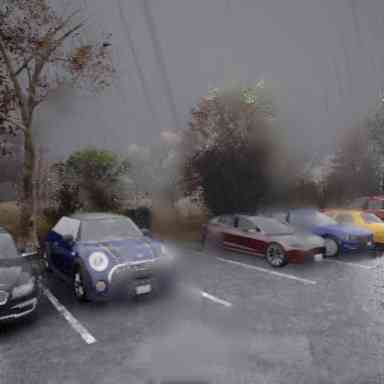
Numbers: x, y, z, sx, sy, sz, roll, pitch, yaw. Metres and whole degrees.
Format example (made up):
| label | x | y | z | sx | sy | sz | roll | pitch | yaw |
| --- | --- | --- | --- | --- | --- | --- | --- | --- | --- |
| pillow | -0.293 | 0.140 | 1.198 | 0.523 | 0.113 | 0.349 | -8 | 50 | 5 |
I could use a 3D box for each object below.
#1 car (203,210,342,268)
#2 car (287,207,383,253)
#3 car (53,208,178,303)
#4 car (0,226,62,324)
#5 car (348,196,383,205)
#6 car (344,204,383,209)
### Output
| label | x | y | z | sx | sy | sz | roll | pitch | yaw |
| --- | --- | --- | --- | --- | --- | --- | --- | --- | --- |
| car | 2.307 | 1.506 | 11.666 | 2.163 | 1.488 | 4.792 | 0 | 0 | -35 |
| car | 4.555 | 1.475 | 13.312 | 2.097 | 1.535 | 5.008 | 0 | 0 | -35 |
| car | -2.263 | 1.354 | 8.483 | 2.185 | 1.767 | 4.553 | 0 | 0 | -35 |
| car | -4.517 | 1.482 | 6.845 | 2.231 | 1.521 | 4.892 | 0 | 0 | -35 |
| car | 8.975 | 1.220 | 16.491 | 2.435 | 2.045 | 5.566 | 0 | 0 | -35 |
| car | 6.616 | 1.470 | 15.003 | 1.946 | 1.575 | 5.366 | 0 | 0 | -35 |
